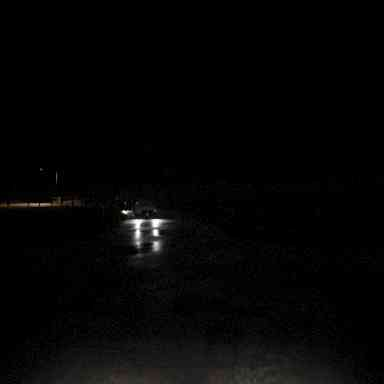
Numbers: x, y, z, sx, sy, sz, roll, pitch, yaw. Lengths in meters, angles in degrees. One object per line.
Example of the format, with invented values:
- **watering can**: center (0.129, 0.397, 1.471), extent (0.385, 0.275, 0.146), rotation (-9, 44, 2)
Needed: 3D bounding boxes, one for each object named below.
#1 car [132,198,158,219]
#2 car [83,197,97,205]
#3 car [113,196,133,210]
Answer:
- **car**: center (-3.999, 1.485, 28.718), extent (1.812, 1.442, 4.674), rotation (0, 0, -11)
- **car**: center (-18.093, 1.659, 60.821), extent (4.181, 1.385, 1.994), rotation (-1, 1, 42)
- **car**: center (-8.170, 1.327, 41.994), extent (2.097, 1.767, 4.553), rotation (0, 0, -26)
